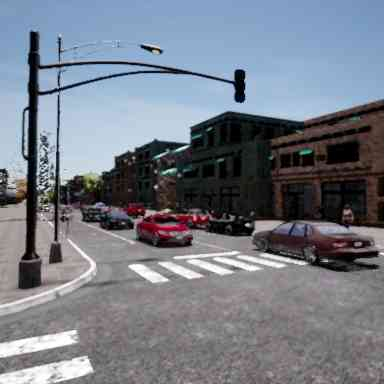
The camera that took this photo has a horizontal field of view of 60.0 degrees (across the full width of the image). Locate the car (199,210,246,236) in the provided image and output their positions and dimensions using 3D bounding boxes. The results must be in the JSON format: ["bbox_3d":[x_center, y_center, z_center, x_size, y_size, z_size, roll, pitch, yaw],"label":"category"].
[{"bbox_3d":[2.506,2.110,22.315,1.947,1.339,4.313,0,-2,-26],"label":"car"}]

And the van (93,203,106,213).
[{"bbox_3d":[-17.243,2.981,62.058,1.690,1.788,3.998,0,-2,-26],"label":"van"}]

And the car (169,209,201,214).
[{"bbox_3d":[0.037,2.121,27.286,1.967,1.590,4.097,0,-2,-26],"label":"car"}]

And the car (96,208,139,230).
[{"bbox_3d":[-5.975,2.194,26.387,1.994,1.385,4.181,1,-2,-27],"label":"car"}]

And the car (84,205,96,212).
[{"bbox_3d":[-22.179,3.495,71.986,1.802,1.307,4.206,0,-2,-26],"label":"car"}]

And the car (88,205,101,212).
[{"bbox_3d":[-19.710,3.321,67.020,1.887,1.381,4.507,0,-2,-26],"label":"car"}]

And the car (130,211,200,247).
[{"bbox_3d":[-1.575,1.910,17.463,1.812,1.442,4.674,1,-2,-26],"label":"car"}]

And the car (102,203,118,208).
[{"bbox_3d":[-12.305,2.807,52.121,1.967,1.590,4.097,0,-2,-26],"label":"car"}]

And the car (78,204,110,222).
[{"bbox_3d":[-10.562,2.390,35.626,1.837,1.490,4.892,1,-2,-27],"label":"car"}]

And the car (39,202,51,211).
[{"bbox_3d":[-29.683,3.324,68.259,2.008,1.369,4.403,0,-2,-26],"label":"car"}]

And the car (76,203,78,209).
[{"bbox_3d":[-29.584,3.906,86.887,1.802,1.307,4.206,0,-2,-26],"label":"car"}]

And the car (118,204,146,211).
[{"bbox_3d":[-7.369,2.407,42.190,2.192,1.841,5.009,0,-2,-26],"label":"car"}]

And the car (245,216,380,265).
[{"bbox_3d":[4.344,1.788,12.757,2.033,1.411,5.357,1,-3,-20],"label":"car"}]

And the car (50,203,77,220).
[{"bbox_3d":[-14.872,2.392,38.459,1.967,1.590,4.097,0,-2,-26],"label":"car"}]

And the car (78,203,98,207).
[{"bbox_3d":[-17.578,3.035,56.926,2.033,1.411,5.357,1,-2,-26],"label":"car"}]

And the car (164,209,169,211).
[{"bbox_3d":[-2.507,2.348,32.403,1.752,1.417,4.829,0,-2,-26],"label":"car"}]

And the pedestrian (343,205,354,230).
[{"bbox_3d":[8.191,1.566,17.514,0.375,1.860,0.375,0,-1,-26],"label":"pedestrian"}]

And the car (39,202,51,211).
[{"bbox_3d":[-34.621,3.362,78.199,2.192,1.841,5.009,0,-2,-26],"label":"car"}]

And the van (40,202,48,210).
[{"bbox_3d":[-37.090,3.524,83.165,1.690,1.788,3.998,0,-2,-26],"label":"van"}]

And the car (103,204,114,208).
[{"bbox_3d":[-13.185,2.844,48.074,1.895,1.301,4.718,1,-2,-26],"label":"car"}]
